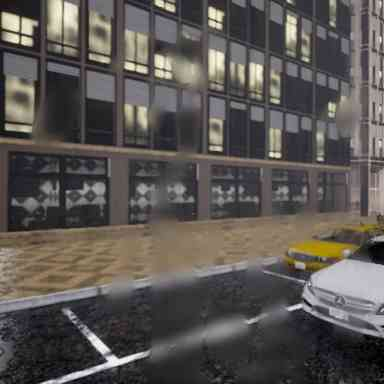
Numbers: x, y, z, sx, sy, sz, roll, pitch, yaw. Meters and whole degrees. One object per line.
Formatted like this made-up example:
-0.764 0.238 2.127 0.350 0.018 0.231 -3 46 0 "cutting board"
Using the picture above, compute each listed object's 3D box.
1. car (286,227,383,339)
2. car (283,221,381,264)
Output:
4.082 1.560 6.276 4.674 1.442 1.812 0 0 -35 "car"
4.746 1.574 9.949 4.829 1.417 1.752 0 0 -36 "car"
